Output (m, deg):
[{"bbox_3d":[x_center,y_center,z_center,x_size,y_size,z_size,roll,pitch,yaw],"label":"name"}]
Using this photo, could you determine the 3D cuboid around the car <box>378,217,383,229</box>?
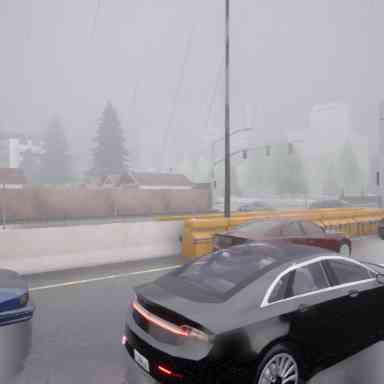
[{"bbox_3d":[10.606,1.505,15.659,4.892,1.490,1.837,0,0,-36],"label":"car"}]

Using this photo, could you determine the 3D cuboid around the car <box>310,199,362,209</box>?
[{"bbox_3d":[16.255,1.547,37.714,5.357,1.411,2.033,0,0,41],"label":"car"}]

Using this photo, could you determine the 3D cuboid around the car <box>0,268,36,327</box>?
[{"bbox_3d":[-5.105,1.547,4.398,5.357,1.411,2.033,0,0,-36],"label":"car"}]

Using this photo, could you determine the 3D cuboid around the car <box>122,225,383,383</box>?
[{"bbox_3d":[1.455,1.492,4.796,4.902,1.511,2.128,0,0,-36],"label":"car"}]

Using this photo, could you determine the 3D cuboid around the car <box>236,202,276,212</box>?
[{"bbox_3d":[5.767,1.564,29.771,4.181,1.385,1.994,0,0,-45],"label":"car"}]

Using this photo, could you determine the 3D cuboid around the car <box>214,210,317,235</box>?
[{"bbox_3d":[2.894,1.478,10.129,5.008,1.535,1.882,0,0,-36],"label":"car"}]
